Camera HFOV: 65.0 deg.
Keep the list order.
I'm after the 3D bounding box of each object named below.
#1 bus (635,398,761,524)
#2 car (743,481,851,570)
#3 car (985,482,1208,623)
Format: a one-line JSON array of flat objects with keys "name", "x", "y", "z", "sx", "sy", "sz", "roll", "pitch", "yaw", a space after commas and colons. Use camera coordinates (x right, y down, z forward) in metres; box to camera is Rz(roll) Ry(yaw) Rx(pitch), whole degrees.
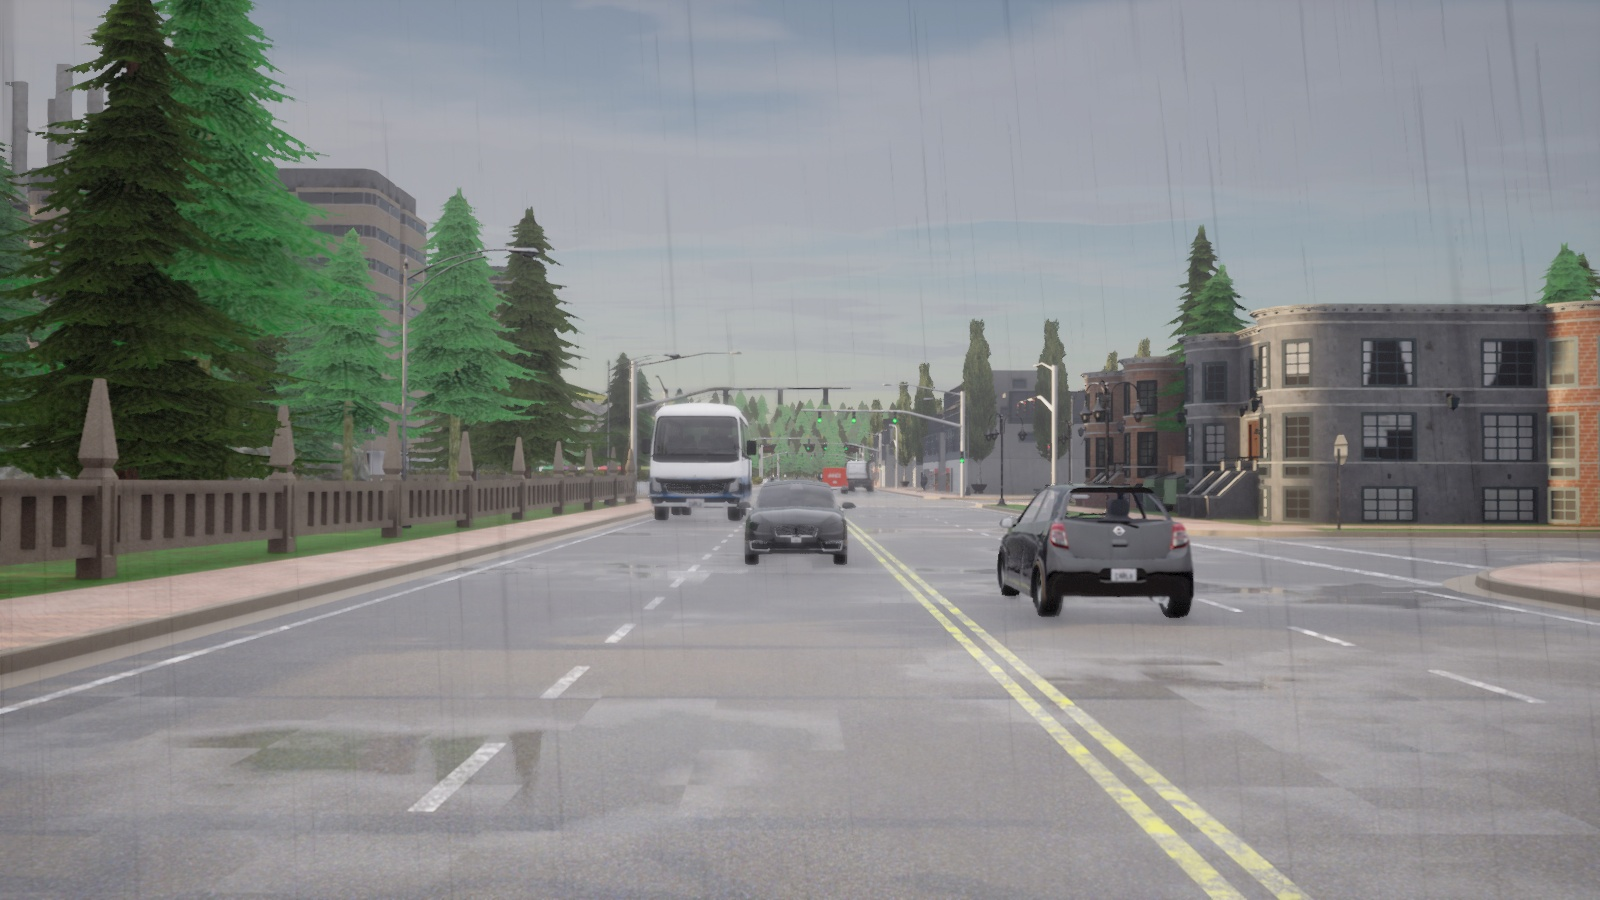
[{"name": "bus", "x": -3.625, "y": 0.482, "z": 47.701, "sx": 3.944, "sy": 4.253, "sz": 10.273, "roll": 0, "pitch": -1, "yaw": 0}, {"name": "car", "x": -0.060, "y": 1.338, "z": 23.807, "sx": 1.837, "sy": 1.490, "sz": 4.892, "roll": 0, "pitch": -1, "yaw": 0}, {"name": "car", "x": 3.461, "y": 1.151, "z": 15.351, "sx": 1.845, "sy": 1.501, "sz": 3.633, "roll": 0, "pitch": -1, "yaw": 0}]
